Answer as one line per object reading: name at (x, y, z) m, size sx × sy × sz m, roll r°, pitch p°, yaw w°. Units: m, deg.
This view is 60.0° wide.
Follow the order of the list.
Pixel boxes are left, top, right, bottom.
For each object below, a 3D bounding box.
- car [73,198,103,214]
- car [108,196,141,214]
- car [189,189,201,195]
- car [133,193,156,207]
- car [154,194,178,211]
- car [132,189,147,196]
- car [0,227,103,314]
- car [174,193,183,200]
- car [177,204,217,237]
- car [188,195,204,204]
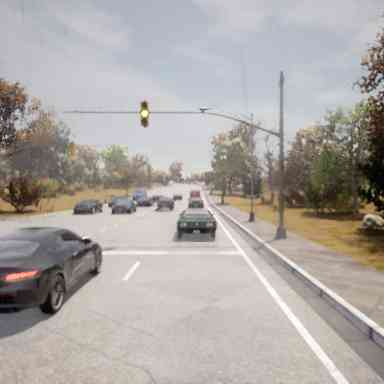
car at (-10.294, 1.395, 33.268) m, size 1.837 × 1.490 × 4.892 m, roll 0°, pitch 0°, yaw 1°
car at (-6.788, 1.415, 33.723) m, size 1.812 × 1.442 × 4.674 m, roll 0°, pitch 0°, yaw 1°
car at (0.644, 0.485, 65.104) m, size 2.150 × 2.045 × 5.566 m, roll 0°, pitch 3°, yaw 1°
car at (-6.638, 1.323, 47.033) m, size 1.882 × 1.535 × 5.008 m, roll 0°, pitch 0°, yaw 1°
car at (-3.033, 1.374, 39.534) m, size 1.837 × 1.490 × 4.892 m, roll 0°, pitch 0°, yaw 1°
car at (-9.910, 0.583, 63.429) m, size 2.150 × 2.045 × 5.566 m, roll 0°, pitch 3°, yaw 1°
car at (-3.390, 1.501, 7.438) m, size 1.812 × 1.442 × 4.674 m, roll 0°, pitch 0°, yaw 0°
car at (-2.843, 0.817, 65.961) m, size 1.895 × 1.301 × 4.718 m, roll 0°, pitch 3°, yaw 1°
car at (0.241, 1.543, 17.592) m, size 1.895 × 1.301 × 4.718 m, roll 0°, pitch 0°, yaw 1°
car at (0.485, 1.390, 41.059) m, size 1.812 × 1.442 × 4.674 m, roll 0°, pitch 0°, yaw 1°
